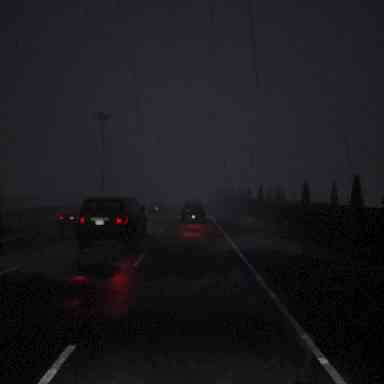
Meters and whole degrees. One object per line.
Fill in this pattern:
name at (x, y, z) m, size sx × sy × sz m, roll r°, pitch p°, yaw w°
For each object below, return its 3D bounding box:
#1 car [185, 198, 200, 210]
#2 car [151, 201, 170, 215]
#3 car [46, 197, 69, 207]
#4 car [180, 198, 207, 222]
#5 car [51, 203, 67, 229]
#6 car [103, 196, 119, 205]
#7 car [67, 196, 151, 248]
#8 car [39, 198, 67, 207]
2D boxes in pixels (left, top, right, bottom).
car at (0.107, 1.531, 42.961) m, size 1.812 × 1.442 × 4.674 m, roll 0°, pitch 0°, yaw 0°
car at (-3.394, 1.567, 33.991) m, size 1.994 × 1.385 × 4.181 m, roll 0°, pitch 0°, yaw 0°
car at (-21.025, 1.572, 52.286) m, size 1.994 × 1.385 × 4.181 m, roll 0°, pitch 0°, yaw 0°
car at (0.104, 1.508, 26.233) m, size 1.837 × 1.490 × 4.892 m, roll 0°, pitch 0°, yaw 0°
car at (-6.896, 1.548, 21.553) m, size 2.033 × 1.411 × 5.357 m, roll 0°, pitch 0°, yaw 0°
car at (-14.100, 1.451, 58.138) m, size 1.812 × 1.442 × 4.674 m, roll 0°, pitch 0°, yaw -1°
car at (-3.398, 1.221, 14.904) m, size 2.150 × 2.045 × 5.566 m, roll 0°, pitch 0°, yaw 0°
car at (-17.544, 1.530, 41.888) m, size 1.812 × 1.442 × 4.674 m, roll 0°, pitch 0°, yaw 1°
